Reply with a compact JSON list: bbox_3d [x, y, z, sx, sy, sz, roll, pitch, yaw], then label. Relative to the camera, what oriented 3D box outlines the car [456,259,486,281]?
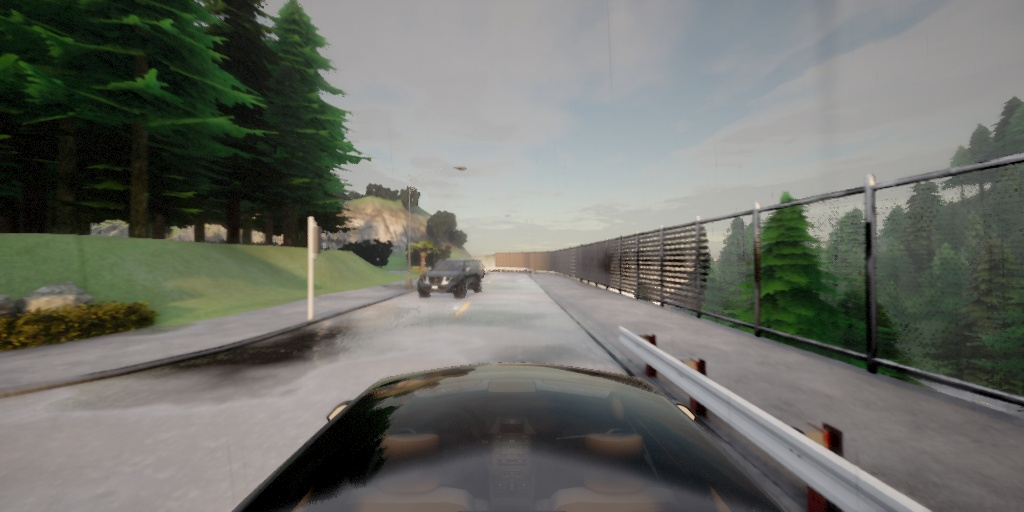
[{"bbox_3d":[-3.910,1.308,35.013,2.150,2.045,5.566,0,-1,2],"label":"car"}]

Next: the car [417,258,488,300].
[{"bbox_3d":[-3.182,1.151,19.669,2.150,2.045,5.566,0,-1,10],"label":"car"}]

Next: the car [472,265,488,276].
[{"bbox_3d":[-4.193,1.803,46.817,1.895,1.301,4.718,0,-1,-7],"label":"car"}]
